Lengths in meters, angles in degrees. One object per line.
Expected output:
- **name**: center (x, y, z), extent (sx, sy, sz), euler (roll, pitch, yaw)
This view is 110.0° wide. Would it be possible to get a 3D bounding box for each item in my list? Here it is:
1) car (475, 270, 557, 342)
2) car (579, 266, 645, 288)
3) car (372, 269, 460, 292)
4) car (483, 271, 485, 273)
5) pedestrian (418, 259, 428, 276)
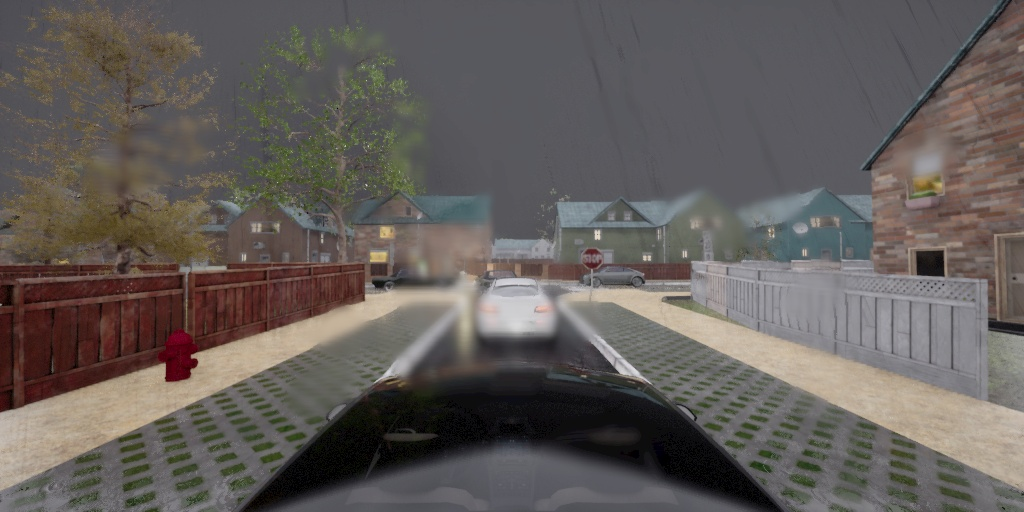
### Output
- **car**: center (0.107, 1.279, 9.670), extent (1.812, 1.442, 4.674), euler (0, 0, 0)
- **car**: center (6.551, 1.343, 23.660), extent (4.181, 1.385, 1.994), euler (0, -1, 1)
- **car**: center (-5.471, 1.416, 20.876), extent (4.718, 1.301, 1.895), euler (-1, -1, 1)
- **car**: center (-0.747, 1.366, 18.489), extent (1.895, 1.301, 4.718), euler (0, -1, -12)
- **pedestrian**: center (-6.687, 1.118, 26.762), extent (0.375, 1.860, 0.375), euler (0, -1, 1)
